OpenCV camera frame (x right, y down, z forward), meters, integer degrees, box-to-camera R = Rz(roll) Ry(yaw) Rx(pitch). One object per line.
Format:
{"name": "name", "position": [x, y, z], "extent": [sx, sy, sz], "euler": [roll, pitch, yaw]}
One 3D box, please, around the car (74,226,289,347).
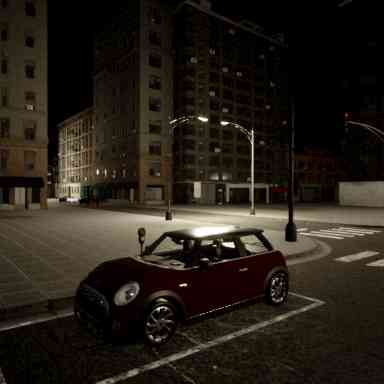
{"name": "car", "position": [-0.049, 1.441, 6.269], "extent": [4.097, 1.590, 1.967], "euler": [0, 0, -38]}

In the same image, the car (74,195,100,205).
{"name": "car", "position": [-15.854, 1.225, 51.147], "extent": [2.128, 1.511, 4.902], "euler": [0, 0, -38]}

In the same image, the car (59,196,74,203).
{"name": "car", "position": [-22.179, 1.279, 59.245], "extent": [1.895, 1.301, 4.718], "euler": [0, 0, -39]}
